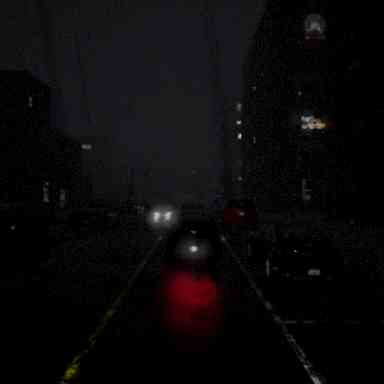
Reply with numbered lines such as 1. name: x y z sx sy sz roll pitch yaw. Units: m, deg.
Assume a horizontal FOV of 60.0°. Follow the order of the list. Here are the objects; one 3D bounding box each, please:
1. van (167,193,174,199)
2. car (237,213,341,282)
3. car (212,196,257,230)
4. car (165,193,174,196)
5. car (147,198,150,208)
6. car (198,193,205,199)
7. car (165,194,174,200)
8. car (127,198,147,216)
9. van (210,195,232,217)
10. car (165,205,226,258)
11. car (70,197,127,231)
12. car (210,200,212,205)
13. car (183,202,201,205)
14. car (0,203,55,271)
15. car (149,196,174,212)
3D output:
1. van: -5.825 1.075 91.256 1.690 1.788 3.998 1 0 0
2. car: 2.689 1.524 9.495 2.008 1.369 4.403 1 0 0
3. car: 2.675 1.258 20.309 2.192 1.841 5.009 1 0 0
4. car: -5.887 1.312 79.887 1.887 1.381 4.507 1 0 0
5. car: -5.747 1.430 41.931 2.008 1.369 4.403 1 0 0
6. car: 2.552 1.174 91.331 1.967 1.590 4.097 1 0 0
7. car: -5.820 1.295 85.569 1.887 1.381 4.507 1 0 0
8. car: -5.726 1.351 31.117 1.967 1.590 4.097 1 0 0
9. van: 2.656 1.253 31.123 1.690 1.788 3.998 1 0 0
10. car: 0.058 1.470 12.534 1.837 1.490 4.892 0 0 0
11. car: -5.705 1.257 20.302 2.192 1.841 5.009 1 0 0
12. car: 2.663 1.367 25.717 1.967 1.590 4.097 1 0 0
13. car: 0.033 1.521 27.910 1.895 1.301 4.718 0 0 0
14. car: -5.687 1.288 9.488 2.192 1.841 5.009 1 0 0
15. car: -3.148 1.459 36.367 1.994 1.385 4.181 0 0 0
